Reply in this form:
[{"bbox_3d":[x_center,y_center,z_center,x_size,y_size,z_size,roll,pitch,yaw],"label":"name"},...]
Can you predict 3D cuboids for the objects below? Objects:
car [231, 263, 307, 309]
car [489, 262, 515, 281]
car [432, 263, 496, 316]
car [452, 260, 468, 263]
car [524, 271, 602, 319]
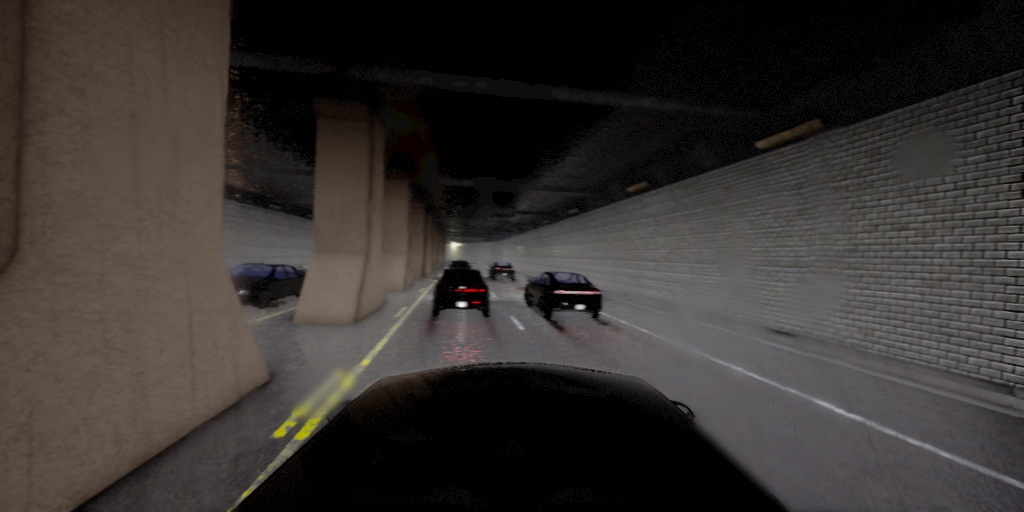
[{"bbox_3d":[-9.134,0.981,13.159,2.033,1.411,5.357,2,0,-8],"label":"car"},{"bbox_3d":[-0.912,1.221,30.541,2.128,1.511,4.902,2,0,-8],"label":"car"},{"bbox_3d":[-1.855,1.194,13.148,1.837,1.490,4.892,2,0,-8],"label":"car"},{"bbox_3d":[-4.382,1.112,30.091,1.837,1.490,4.892,2,0,-8],"label":"car"},{"bbox_3d":[1.685,1.305,13.128,2.128,1.511,4.902,2,0,-8],"label":"car"}]
